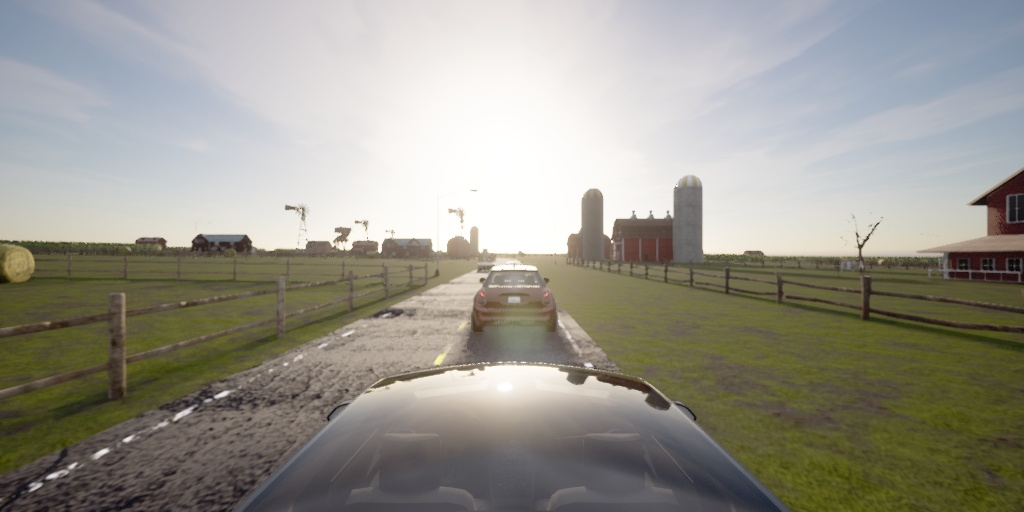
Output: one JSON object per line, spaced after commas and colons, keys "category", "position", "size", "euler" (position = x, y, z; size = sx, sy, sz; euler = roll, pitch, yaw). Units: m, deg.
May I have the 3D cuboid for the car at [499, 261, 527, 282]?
{"category": "car", "position": [0.097, 1.137, 28.746], "size": [2.033, 1.411, 5.357], "euler": [0, 0, 0]}

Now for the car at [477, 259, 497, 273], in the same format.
{"category": "car", "position": [-2.826, 1.082, 40.884], "size": [1.994, 1.385, 4.181], "euler": [0, 0, 0]}

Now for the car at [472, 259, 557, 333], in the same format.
{"category": "car", "position": [0.069, 1.048, 10.650], "size": [2.097, 1.767, 4.553], "euler": [0, 0, 0]}
